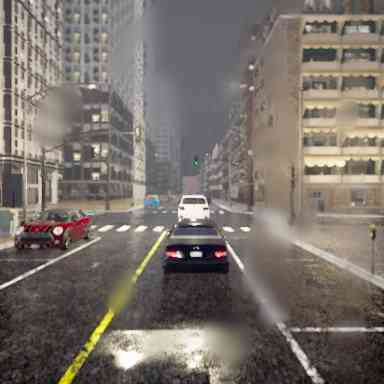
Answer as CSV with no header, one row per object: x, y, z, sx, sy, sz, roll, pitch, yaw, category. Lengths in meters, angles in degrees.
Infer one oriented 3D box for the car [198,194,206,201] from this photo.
2.679,1.368,90.927,2.192,1.841,5.009,0,0,0,car

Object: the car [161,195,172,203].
-5.698,1.557,68.551,1.752,1.417,4.829,0,0,0,car

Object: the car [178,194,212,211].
0.126,1.265,24.957,2.150,2.045,5.566,1,0,0,car

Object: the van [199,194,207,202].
2.681,1.383,79.825,1.690,1.788,3.998,0,0,0,van

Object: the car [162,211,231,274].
0.100,1.549,10.512,2.033,1.411,5.357,0,0,0,car

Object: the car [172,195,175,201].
-5.700,1.487,85.374,1.967,1.590,4.097,0,0,0,car

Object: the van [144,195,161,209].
-5.696,1.357,46.518,1.690,1.788,3.998,0,0,0,van

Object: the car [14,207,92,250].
-5.692,1.442,14.043,1.967,1.590,4.097,0,0,0,car

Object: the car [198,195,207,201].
2.681,1.598,85.376,2.008,1.369,4.403,0,0,0,car

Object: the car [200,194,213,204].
2.682,1.342,63.173,2.192,1.841,5.009,0,0,0,car
